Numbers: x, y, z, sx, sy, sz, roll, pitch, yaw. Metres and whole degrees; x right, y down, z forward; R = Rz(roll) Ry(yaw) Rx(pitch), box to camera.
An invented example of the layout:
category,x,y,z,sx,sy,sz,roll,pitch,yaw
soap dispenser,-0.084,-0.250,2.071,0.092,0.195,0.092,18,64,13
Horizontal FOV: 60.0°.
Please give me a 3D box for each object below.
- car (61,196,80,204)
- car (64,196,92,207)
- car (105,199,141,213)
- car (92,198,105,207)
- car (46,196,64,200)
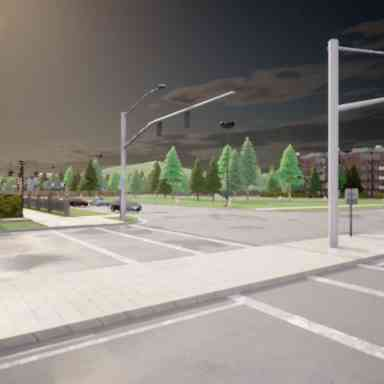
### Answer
category,x,y,z,sx,sy,sz,roll,pitch,yaw
car,-23.823,1.553,65.151,2.033,1.411,5.357,0,0,-36
car,-17.090,1.605,49.809,1.895,1.301,4.718,0,0,-36
car,-7.276,1.496,36.301,2.128,1.511,4.902,0,0,-36
car,-14.493,1.606,52.183,1.895,1.301,4.718,0,0,-36
car,-25.882,1.507,62.003,1.837,1.490,4.892,0,0,-36
